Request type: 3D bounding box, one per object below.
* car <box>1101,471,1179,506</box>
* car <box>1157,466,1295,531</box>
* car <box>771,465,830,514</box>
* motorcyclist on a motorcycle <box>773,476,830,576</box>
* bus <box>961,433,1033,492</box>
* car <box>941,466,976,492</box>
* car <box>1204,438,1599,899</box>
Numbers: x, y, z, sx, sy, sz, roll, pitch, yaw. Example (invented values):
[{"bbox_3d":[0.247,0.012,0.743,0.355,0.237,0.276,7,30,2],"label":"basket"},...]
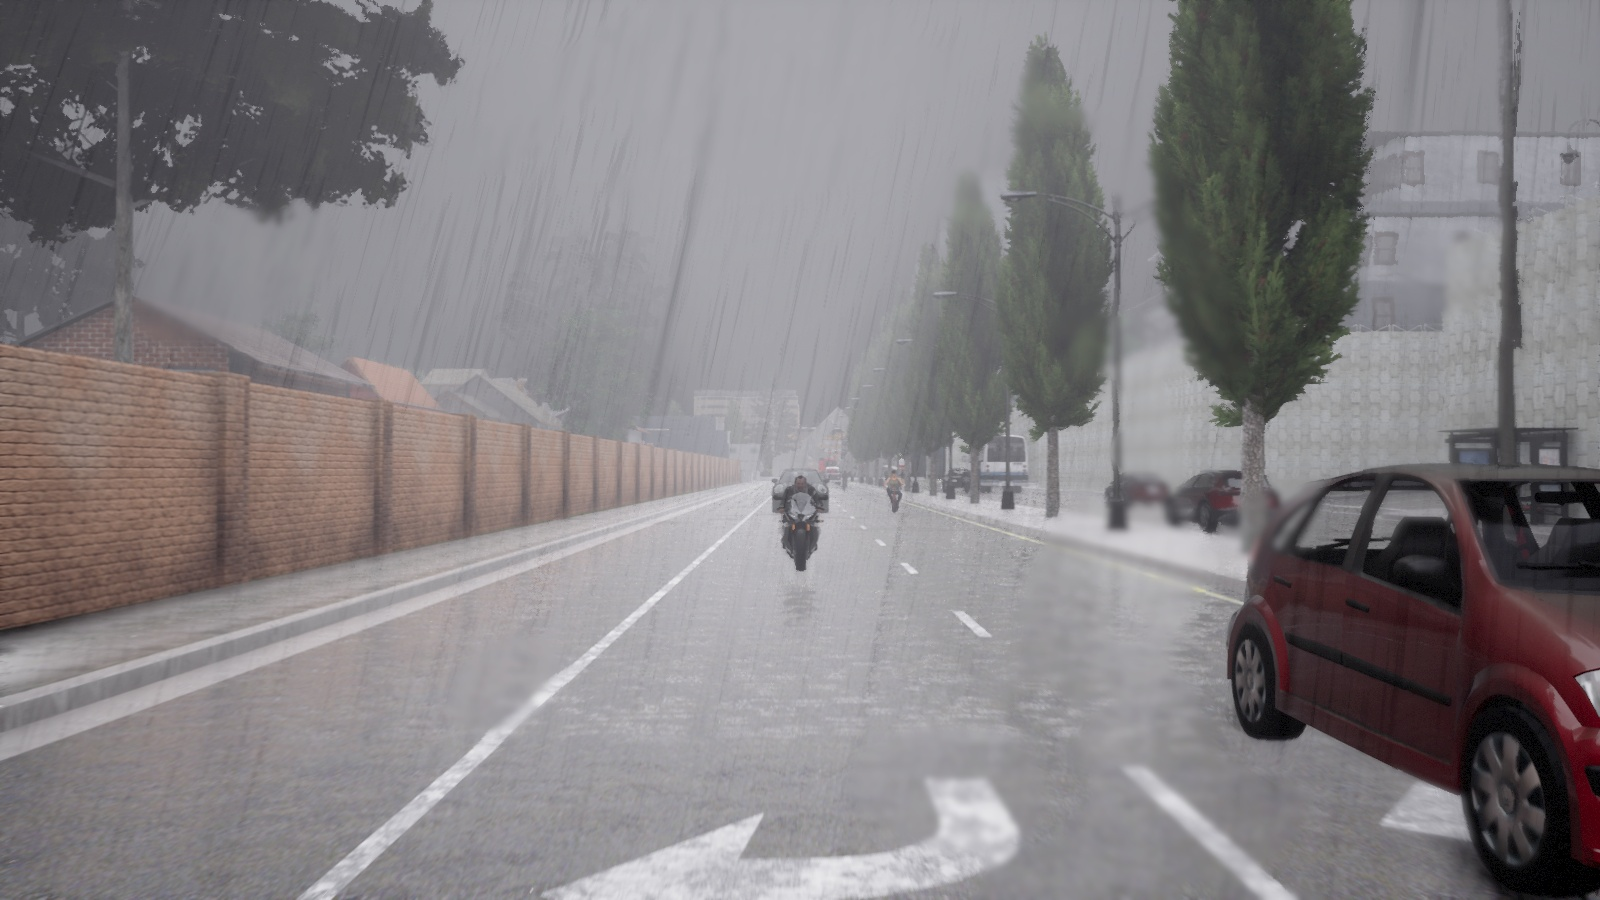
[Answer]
[{"bbox_3d":[15.021,1.669,55.753,2.163,1.488,4.792,0,-1,0],"label":"car"},{"bbox_3d":[11.518,1.271,34.344,2.033,1.649,4.856,0,-1,-1],"label":"car"},{"bbox_3d":[0.019,1.468,47.675,2.097,1.767,4.553,0,-1,0],"label":"car"},{"bbox_3d":[0.013,1.189,20.376,0.866,1.530,2.191,0,-1,-1],"label":"motorcyclist on a motorcycle"},{"bbox_3d":[15.026,0.989,96.725,3.944,4.253,10.273,0,-1,1],"label":"bus"},{"bbox_3d":[11.532,2.111,91.587,1.932,1.855,4.605,0,-1,0],"label":"car"},{"bbox_3d":[3.507,0.799,6.005,1.851,1.617,3.988,0,-1,0],"label":"car"}]
